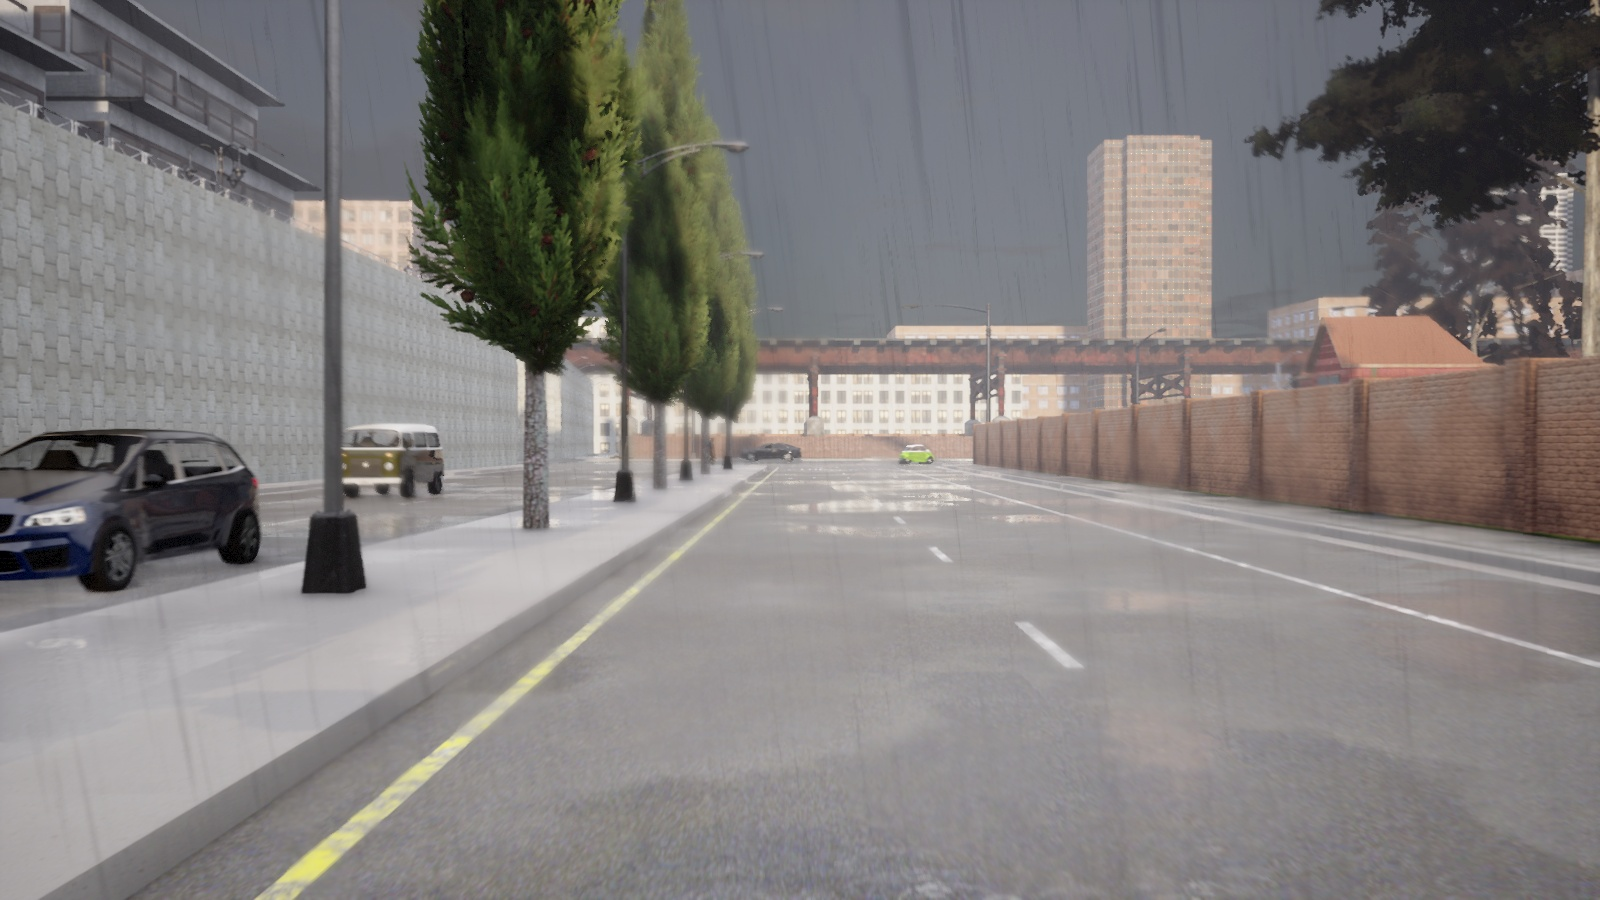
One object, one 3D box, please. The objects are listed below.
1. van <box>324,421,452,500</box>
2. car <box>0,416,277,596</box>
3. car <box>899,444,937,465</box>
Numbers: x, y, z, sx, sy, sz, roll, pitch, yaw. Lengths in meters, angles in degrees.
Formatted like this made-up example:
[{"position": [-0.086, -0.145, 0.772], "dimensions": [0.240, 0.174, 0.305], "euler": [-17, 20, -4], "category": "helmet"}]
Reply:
[{"position": [-11.287, 0.265, 34.753], "dimensions": [2.069, 2.038, 4.480], "euler": [0, 0, 0], "category": "van"}, {"position": [-7.906, 0.505, 13.950], "dimensions": [2.242, 1.667, 4.611], "euler": [0, 0, 0], "category": "car"}, {"position": [8.021, 0.326, 85.419], "dimensions": [2.207, 1.376, 1.481], "euler": [0, 0, -17], "category": "car"}]
